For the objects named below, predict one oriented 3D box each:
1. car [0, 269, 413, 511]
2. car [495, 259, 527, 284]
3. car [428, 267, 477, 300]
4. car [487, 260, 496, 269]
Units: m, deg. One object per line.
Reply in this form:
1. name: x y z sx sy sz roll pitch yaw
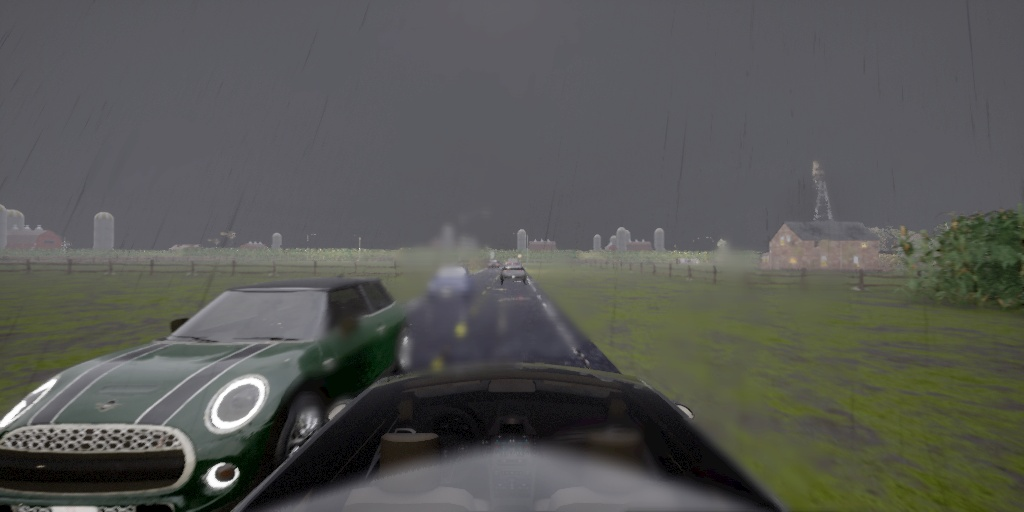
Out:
1. car: -2.843 1.103 4.576 2.097 1.767 4.553 0 0 0
2. car: 0.099 1.238 26.959 2.128 1.511 4.902 0 0 0
3. car: -2.805 1.275 17.700 1.812 1.442 4.674 0 0 1
4. car: -2.812 1.291 56.449 1.994 1.385 4.181 0 0 1
